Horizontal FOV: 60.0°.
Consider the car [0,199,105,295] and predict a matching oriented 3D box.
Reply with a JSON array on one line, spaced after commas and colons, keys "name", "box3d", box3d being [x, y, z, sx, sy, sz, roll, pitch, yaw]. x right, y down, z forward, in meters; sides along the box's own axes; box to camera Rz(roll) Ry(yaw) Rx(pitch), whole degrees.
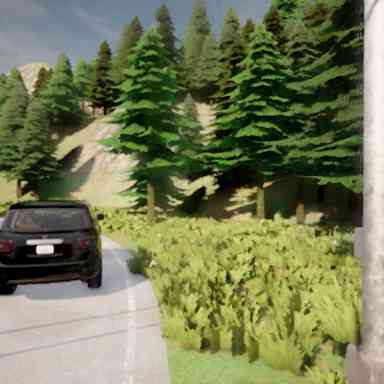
[{"name": "car", "box3d": [-3.592, 1.200, 8.979, 2.150, 2.045, 5.566, 0, 0, -17]}]
